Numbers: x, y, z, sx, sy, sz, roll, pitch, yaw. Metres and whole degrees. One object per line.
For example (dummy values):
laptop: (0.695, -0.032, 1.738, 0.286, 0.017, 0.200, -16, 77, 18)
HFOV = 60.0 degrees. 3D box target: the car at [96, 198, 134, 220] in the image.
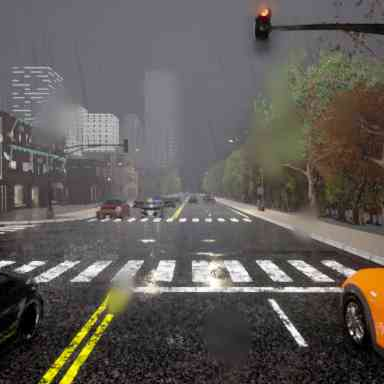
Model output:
car: (-6.537, 1.344, 27.985, 2.097, 1.767, 4.553, 0, 0, 0)

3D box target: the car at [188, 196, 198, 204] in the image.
car: (0.248, 1.522, 64.421, 2.033, 1.411, 5.357, 0, 0, 1)

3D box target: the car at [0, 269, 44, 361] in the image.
car: (-3.342, 1.563, 3.597, 1.994, 1.385, 4.181, 0, 0, 0)

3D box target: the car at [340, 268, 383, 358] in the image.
car: (3.359, 1.351, 3.381, 2.097, 1.767, 4.553, 0, 0, 0)

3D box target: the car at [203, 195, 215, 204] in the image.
car: (3.498, 1.466, 64.696, 2.128, 1.511, 4.902, 0, 0, 0)

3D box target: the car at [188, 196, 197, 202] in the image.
car: (0.177, 1.564, 74.914, 1.895, 1.301, 4.718, 0, 0, 0)

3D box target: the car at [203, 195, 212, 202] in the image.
car: (3.427, 1.446, 74.861, 1.882, 1.535, 5.008, 0, 0, 0)

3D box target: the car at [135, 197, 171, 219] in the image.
car: (-3.285, 1.483, 28.789, 2.128, 1.511, 4.902, 0, 0, 0)

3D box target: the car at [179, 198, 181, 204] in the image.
car: (-3.135, 1.538, 65.274, 1.994, 1.385, 4.181, 0, 0, 1)

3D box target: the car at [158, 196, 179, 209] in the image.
car: (-3.245, 1.461, 45.756, 1.882, 1.535, 5.008, 0, 0, 0)
